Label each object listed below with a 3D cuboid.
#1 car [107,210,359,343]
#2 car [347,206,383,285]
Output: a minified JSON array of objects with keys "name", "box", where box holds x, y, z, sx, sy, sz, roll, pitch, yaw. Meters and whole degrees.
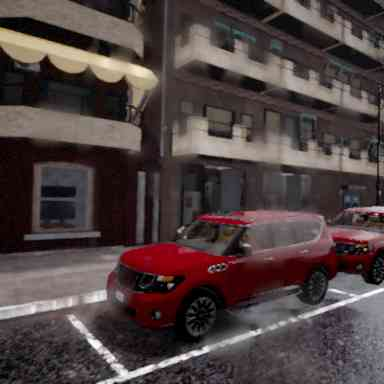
[{"name":"car","box":[0.914,1.349,6.726,5.009,1.841,2.192,1,1,-36]},{"name":"car","box":[5.413,1.390,9.941,5.009,1.841,2.192,1,1,-36]}]
